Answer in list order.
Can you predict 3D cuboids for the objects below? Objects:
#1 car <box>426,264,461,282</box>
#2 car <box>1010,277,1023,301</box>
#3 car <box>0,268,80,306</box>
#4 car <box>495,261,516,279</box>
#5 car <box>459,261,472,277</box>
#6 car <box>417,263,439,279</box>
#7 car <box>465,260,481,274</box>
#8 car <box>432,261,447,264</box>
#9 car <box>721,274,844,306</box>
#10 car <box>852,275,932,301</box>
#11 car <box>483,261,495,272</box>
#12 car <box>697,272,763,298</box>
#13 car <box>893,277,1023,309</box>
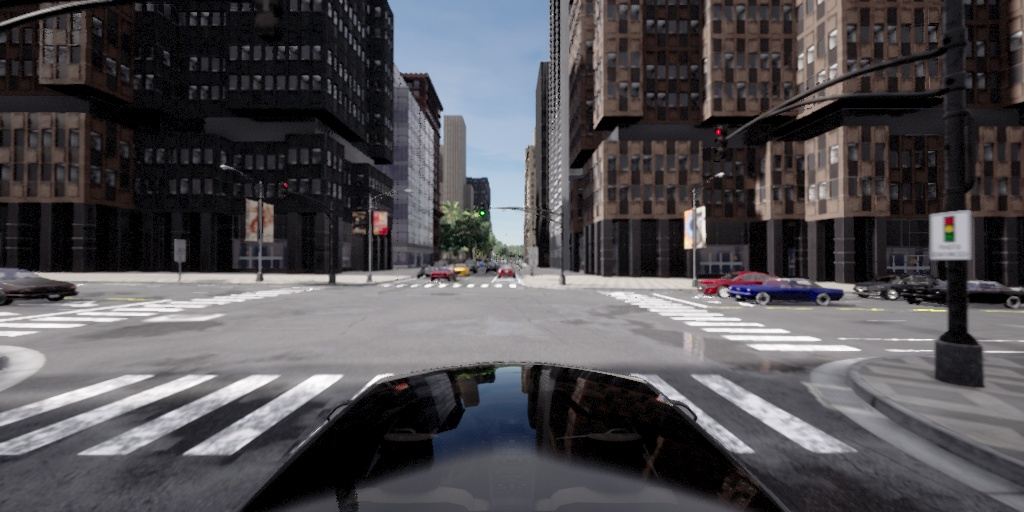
[{"bbox_3d":[-6.425,1.731,34.117,1.895,1.301,4.718,0,-1,1],"label":"car"},{"bbox_3d":[33.134,2.046,21.355,4.181,1.385,1.994,1,-1,-1],"label":"car"},{"bbox_3d":[-20.935,1.181,14.450,5.357,1.411,2.033,1,-1,2],"label":"car"},{"bbox_3d":[-0.563,1.643,39.328,1.967,1.591,4.097,0,0,0],"label":"car"},{"bbox_3d":[-6.448,1.754,44.511,1.882,1.535,5.008,0,-1,0],"label":"car"},{"bbox_3d":[-9.088,1.768,39.285,1.948,1.339,4.313,0,0,0],"label":"car"},{"bbox_3d":[-6.496,1.643,54.852,2.150,2.045,5.566,0,-1,0],"label":"car"},{"bbox_3d":[-9.117,1.593,44.710,2.192,1.841,5.009,0,0,0],"label":"car"},{"bbox_3d":[13.544,1.763,18.019,4.718,1.301,1.895,1,-1,0],"label":"car"},{"bbox_3d":[23.157,1.841,21.311,4.892,1.490,1.837,1,-1,0],"label":"car"},{"bbox_3d":[-3.339,2.010,60.771,1.837,1.490,4.892,0,-1,0],"label":"car"},{"bbox_3d":[13.667,1.676,21.277,5.008,1.535,1.882,1,-1,0],"label":"car"},{"bbox_3d":[22.711,1.896,18.061,4.718,1.301,1.895,1,-1,0],"label":"car"}]
